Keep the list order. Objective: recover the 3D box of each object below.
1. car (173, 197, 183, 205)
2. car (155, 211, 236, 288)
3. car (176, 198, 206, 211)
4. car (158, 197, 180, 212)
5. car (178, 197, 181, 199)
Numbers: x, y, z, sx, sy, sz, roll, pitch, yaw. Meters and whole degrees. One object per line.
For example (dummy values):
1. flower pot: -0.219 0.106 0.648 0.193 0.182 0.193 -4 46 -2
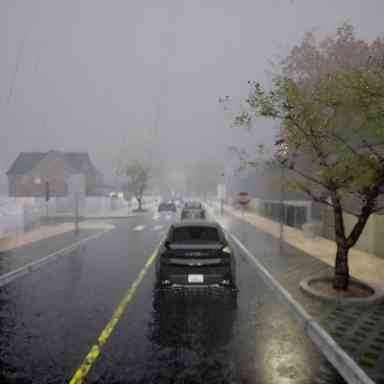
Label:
1. car: -2.750 1.734 66.040 1.812 1.442 4.674 0 0 1
2. car: 0.088 1.520 9.243 1.837 1.490 4.892 0 0 0
3. car: 0.095 1.544 26.964 2.128 1.511 4.902 0 0 0
4. car: -2.837 1.651 38.800 1.994 1.385 4.181 0 0 0
5. car: -2.826 1.667 51.886 1.812 1.442 4.674 0 0 0
